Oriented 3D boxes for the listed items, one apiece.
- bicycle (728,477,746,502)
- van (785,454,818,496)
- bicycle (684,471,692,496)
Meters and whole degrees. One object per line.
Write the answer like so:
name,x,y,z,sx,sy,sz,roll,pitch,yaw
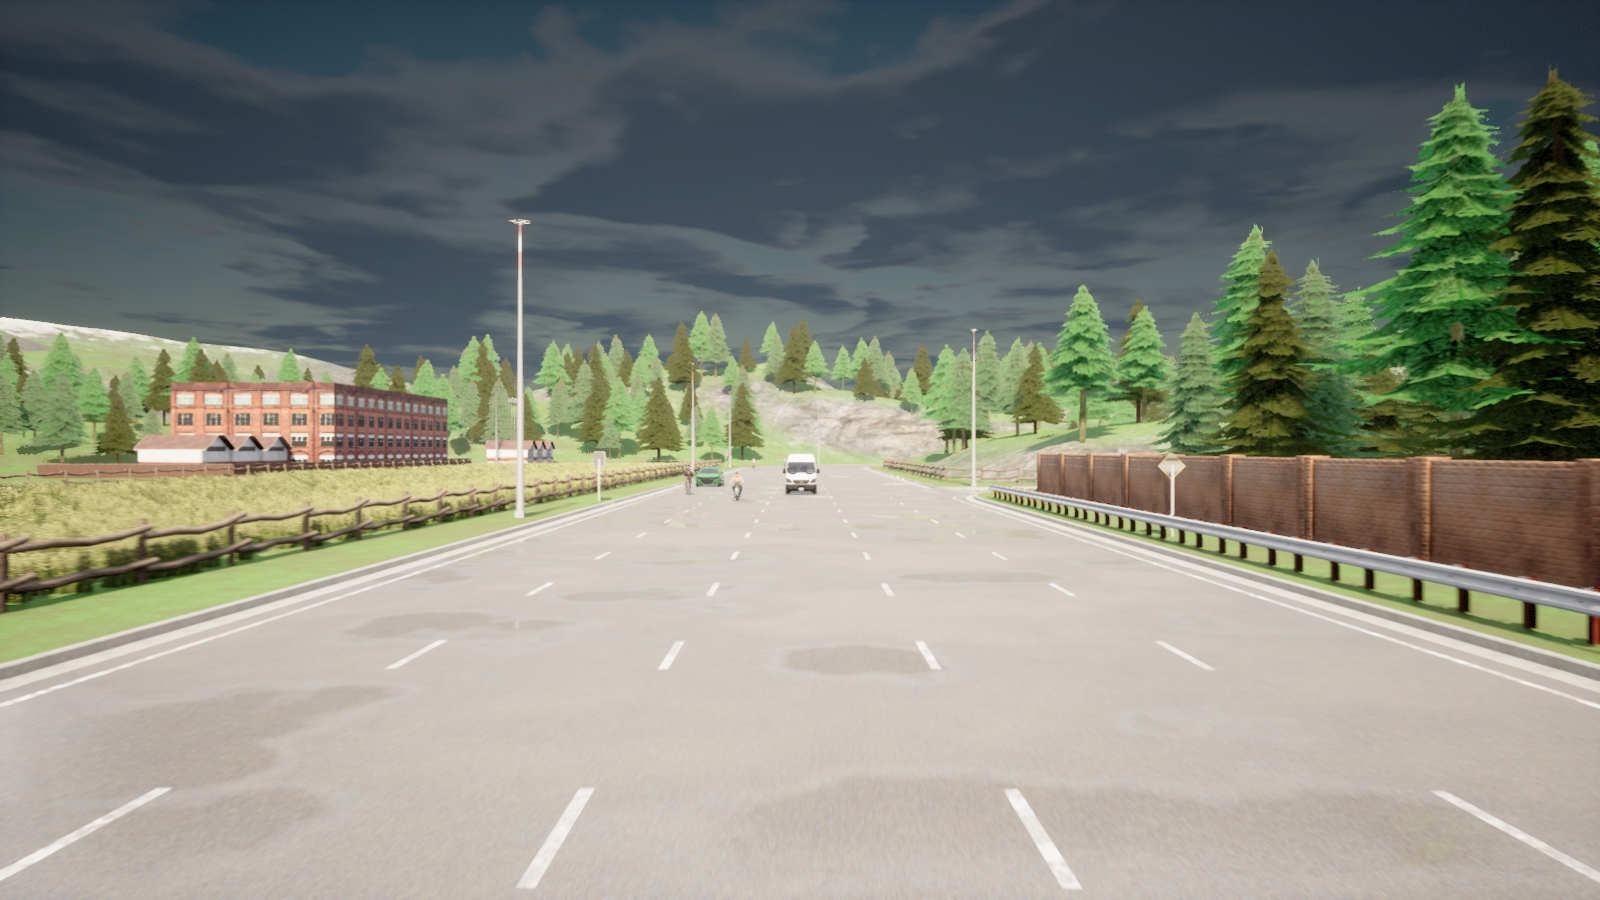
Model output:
bicycle,-3.433,2.155,62.337,0.859,1.276,1.487,0,0,0
van,0.084,1.533,72.989,1.988,2.561,5.915,0,0,0
bicycle,-6.844,2.057,69.929,0.329,1.471,1.835,0,0,1
